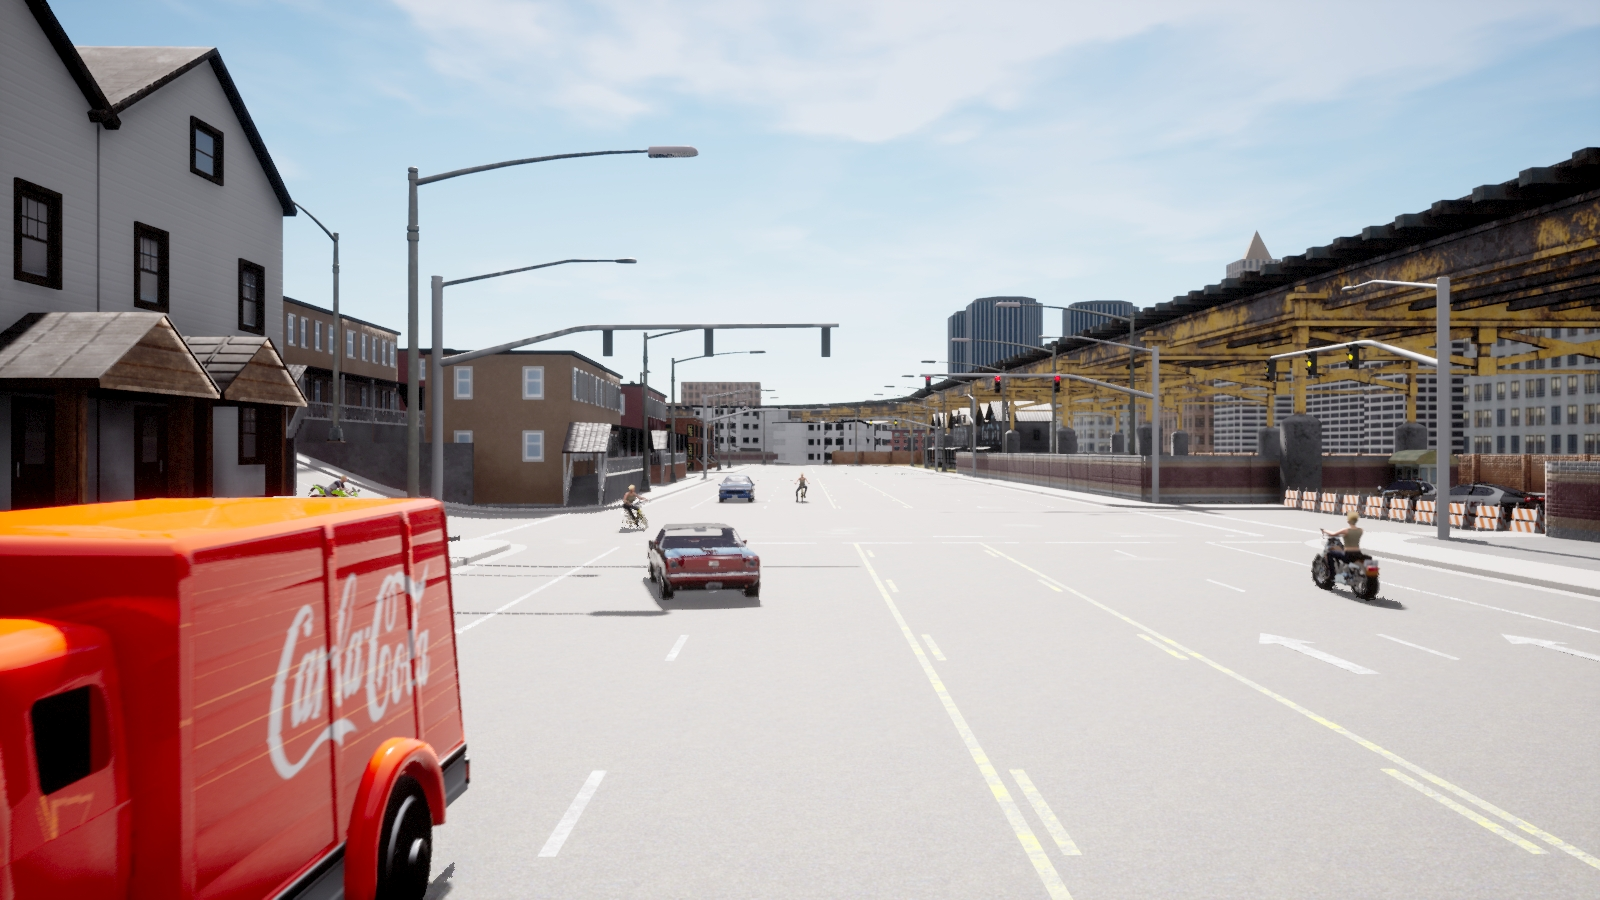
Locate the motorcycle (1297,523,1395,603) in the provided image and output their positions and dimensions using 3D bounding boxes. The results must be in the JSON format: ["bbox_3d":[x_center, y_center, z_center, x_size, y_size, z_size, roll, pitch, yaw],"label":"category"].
[{"bbox_3d":[10.518,2.142,22.121,0.764,1.332,2.356,0,0,0],"label":"motorcycle"}]

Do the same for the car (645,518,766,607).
[{"bbox_3d":[-2.015,2.155,22.961,1.895,1.301,4.718,0,0,-12],"label":"car"}]

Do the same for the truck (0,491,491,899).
[{"bbox_3d":[-3.479,1.556,5.343,2.627,2.467,5.204,0,1,0],"label":"truck"}]

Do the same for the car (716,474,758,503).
[{"bbox_3d":[-3.449,2.106,63.014,2.033,1.411,5.357,0,0,0],"label":"car"}]
